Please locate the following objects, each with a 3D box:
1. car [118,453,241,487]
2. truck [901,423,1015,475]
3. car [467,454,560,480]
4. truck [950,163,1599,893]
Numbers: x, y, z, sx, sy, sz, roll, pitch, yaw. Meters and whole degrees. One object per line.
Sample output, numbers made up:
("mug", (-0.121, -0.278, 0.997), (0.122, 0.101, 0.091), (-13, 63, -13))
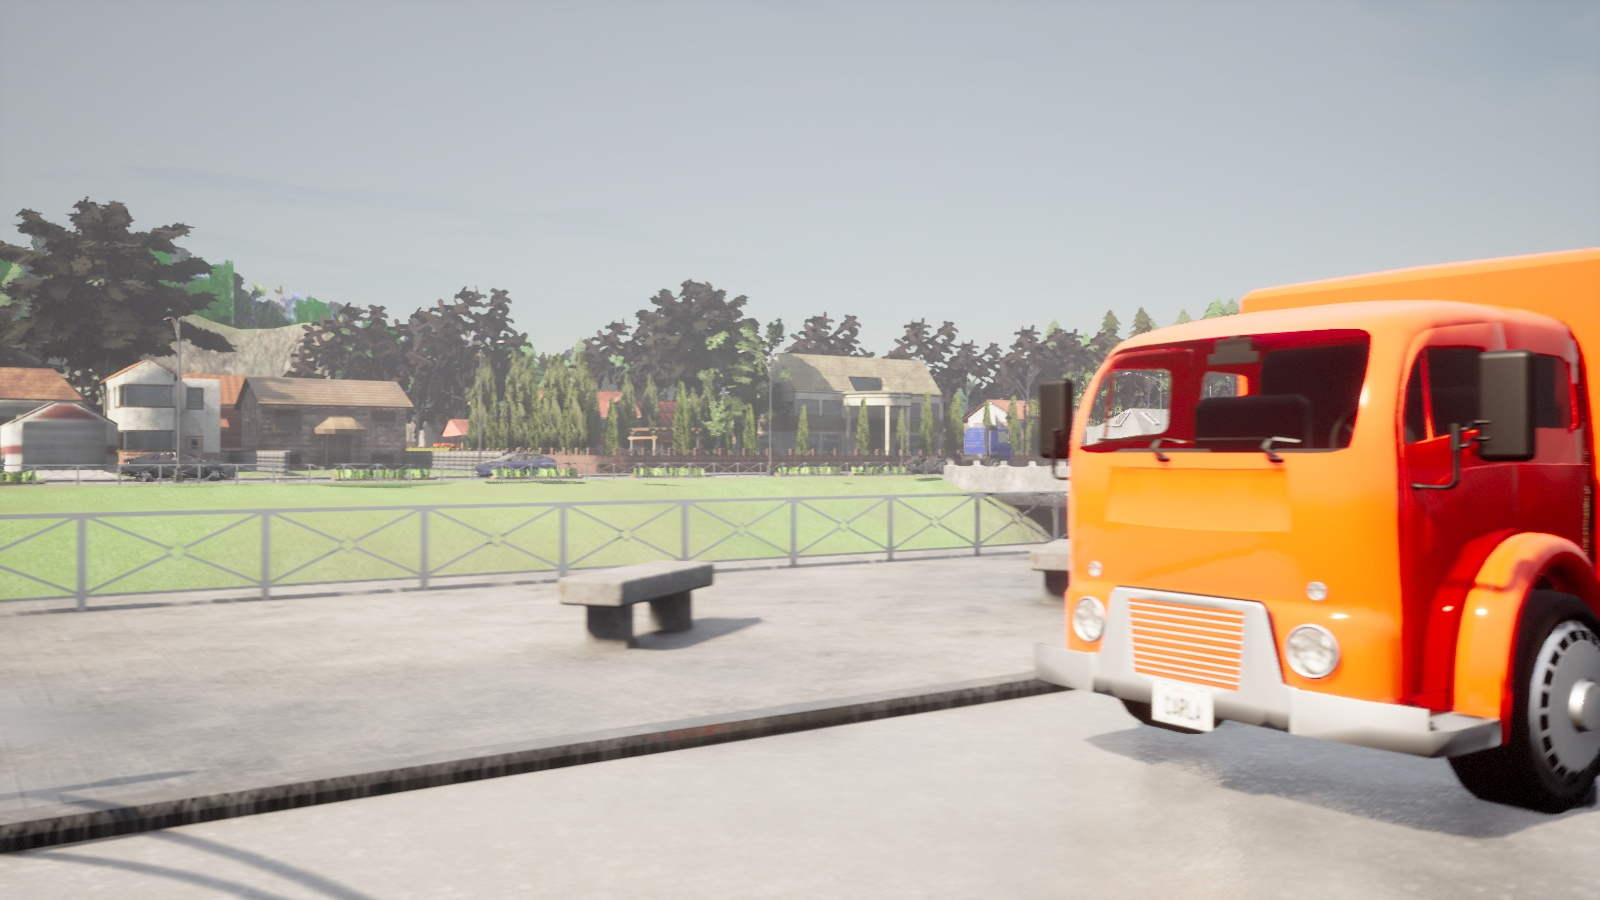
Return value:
("car", (-29.191, 0.908, 59.122), (4.902, 1.511, 2.128), (0, 0, -35))
("truck", (11.006, -0.047, 87.091), (7.936, 3.462, 2.891), (0, 0, -35))
("car", (-16.605, 0.958, 72.752), (4.792, 1.488, 2.163), (0, 0, -35))
("truck", (3.653, 0.267, 6.813), (5.204, 2.467, 2.627), (0, 0, -35))
